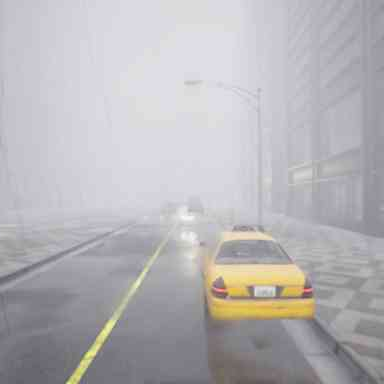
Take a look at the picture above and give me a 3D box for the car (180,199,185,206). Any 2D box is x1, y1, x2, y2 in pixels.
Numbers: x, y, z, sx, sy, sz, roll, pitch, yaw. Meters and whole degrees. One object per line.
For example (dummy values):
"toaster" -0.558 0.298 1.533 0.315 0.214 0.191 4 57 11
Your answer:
"car" -2.345 2.258 70.415 1.812 1.442 4.674 0 -1 1

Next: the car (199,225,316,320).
"car" 1.141 1.531 7.666 1.801 1.575 5.366 0 -1 1

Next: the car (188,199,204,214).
"car" 0.499 1.998 42.268 1.994 1.385 4.181 0 -1 0

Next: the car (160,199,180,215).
"car" -2.721 1.923 39.653 1.837 1.490 4.892 0 0 1

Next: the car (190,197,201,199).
"car" 0.491 1.760 52.371 2.150 2.045 5.566 0 -1 1
